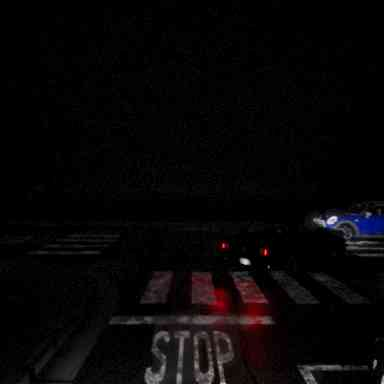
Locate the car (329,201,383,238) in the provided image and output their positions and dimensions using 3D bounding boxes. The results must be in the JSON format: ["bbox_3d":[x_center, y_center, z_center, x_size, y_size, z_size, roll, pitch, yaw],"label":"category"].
[{"bbox_3d":[7.835,1.187,14.927,4.553,1.767,2.097,1,2,0],"label":"car"}]

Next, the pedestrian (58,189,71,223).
[{"bbox_3d":[-6.882,0.745,17.813,0.375,1.860,0.375,0,2,0],"label":"pedestrian"}]

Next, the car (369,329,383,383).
[{"bbox_3d":[2.621,1.524,1.644,2.008,1.369,4.403,-1,1,0],"label":"car"}]

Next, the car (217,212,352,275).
[{"bbox_3d":[2.934,1.471,10.143,1.895,1.301,4.718,1,2,44],"label":"car"}]
